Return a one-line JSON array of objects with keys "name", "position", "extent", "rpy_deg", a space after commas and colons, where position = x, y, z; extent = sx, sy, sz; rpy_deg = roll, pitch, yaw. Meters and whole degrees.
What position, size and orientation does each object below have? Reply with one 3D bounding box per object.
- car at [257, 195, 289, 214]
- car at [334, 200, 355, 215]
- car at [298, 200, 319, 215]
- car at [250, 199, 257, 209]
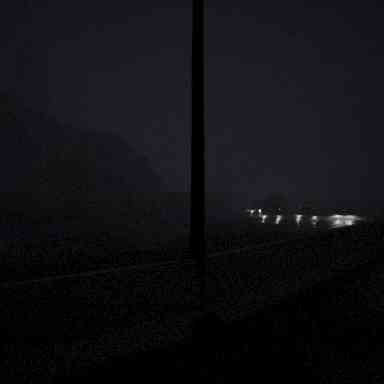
[{"name": "car", "position": [9.347, 1.350, 37.150], "extent": [2.150, 2.045, 5.566], "rpy_deg": [0, 0, 26]}, {"name": "car", "position": [16.545, 1.620, 36.211], "extent": [2.128, 1.511, 4.902], "rpy_deg": [0, 0, 24]}, {"name": "car", "position": [12.792, 1.605, 36.355], "extent": [1.882, 1.535, 5.008], "rpy_deg": [0, 0, 25]}, {"name": "car", "position": [9.243, 1.723, 46.315], "extent": [1.994, 1.385, 4.181], "rpy_deg": [0, 0, 17]}]
